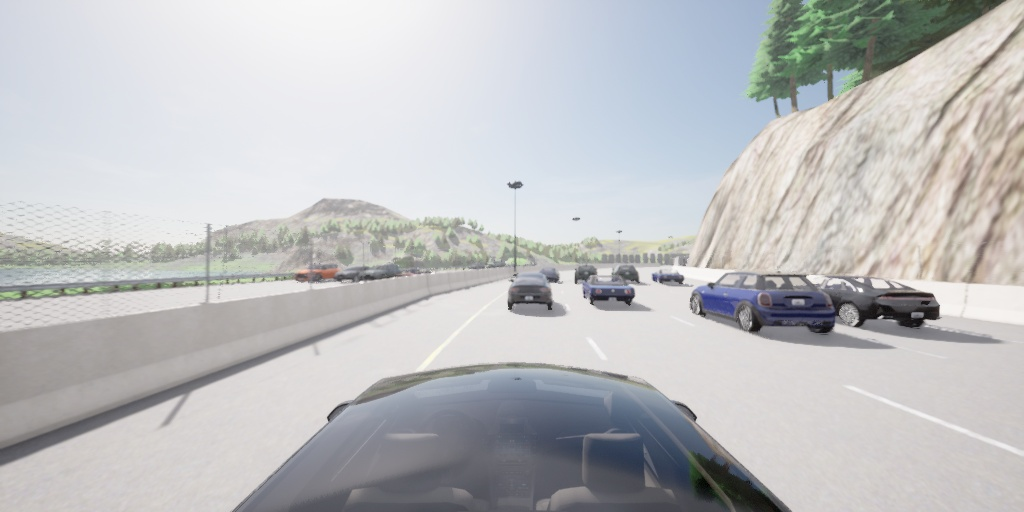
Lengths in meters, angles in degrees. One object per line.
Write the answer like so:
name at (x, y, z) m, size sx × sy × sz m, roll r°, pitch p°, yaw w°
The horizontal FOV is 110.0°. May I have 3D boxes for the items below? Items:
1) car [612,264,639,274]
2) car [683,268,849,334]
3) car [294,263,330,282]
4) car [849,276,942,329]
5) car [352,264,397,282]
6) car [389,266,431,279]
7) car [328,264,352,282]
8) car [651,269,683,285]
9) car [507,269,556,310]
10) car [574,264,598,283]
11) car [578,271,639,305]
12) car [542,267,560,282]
car at (10.409, 1.550, 33.190) m, size 2.097 × 1.767 × 4.553 m, roll 0°, pitch -1°, yaw 11°
car at (7.531, 1.248, 11.386) m, size 2.097 × 1.767 × 4.553 m, roll 0°, pitch -1°, yaw 4°
car at (-18.135, 1.495, 33.767) m, size 2.097 × 1.767 × 4.553 m, roll 0°, pitch -1°, yaw 10°
car at (11.071, 1.406, 12.059) m, size 2.128 × 1.511 × 4.902 m, roll 0°, pitch -1°, yaw 4°
car at (-11.441, 1.478, 31.427) m, size 2.097 × 1.767 × 4.553 m, roll 0°, pitch -1°, yaw 10°
car at (-8.122, 1.719, 30.265) m, size 1.895 × 1.301 × 4.718 m, roll 0°, pitch -1°, yaw 9°
car at (-14.594, 1.656, 33.790) m, size 1.837 × 1.490 × 4.892 m, roll 0°, pitch -1°, yaw 10°
car at (13.649, 1.786, 31.712) m, size 1.895 × 1.301 × 4.718 m, roll 0°, pitch -1°, yaw 11°
car at (0.844, 1.470, 15.934) m, size 1.812 × 1.442 × 4.674 m, roll 0°, pitch -1°, yaw 5°
car at (6.881, 1.545, 33.383) m, size 2.097 × 1.767 × 4.553 m, roll 0°, pitch -1°, yaw 11°
car at (4.494, 1.573, 17.414) m, size 1.895 × 1.301 × 4.718 m, roll 0°, pitch -1°, yaw 6°
car at (3.516, 1.763, 34.399) m, size 1.994 × 1.385 × 4.181 m, roll 0°, pitch -1°, yaw 11°
